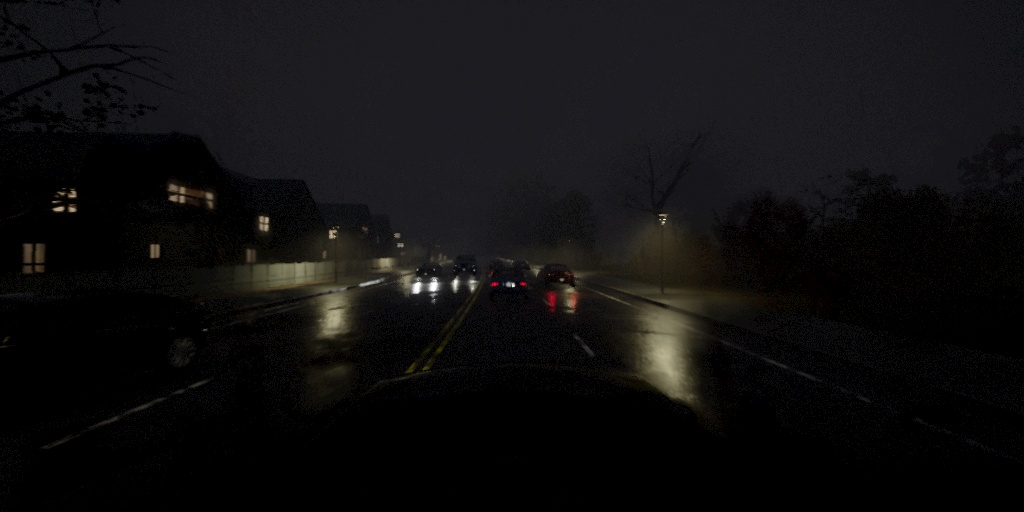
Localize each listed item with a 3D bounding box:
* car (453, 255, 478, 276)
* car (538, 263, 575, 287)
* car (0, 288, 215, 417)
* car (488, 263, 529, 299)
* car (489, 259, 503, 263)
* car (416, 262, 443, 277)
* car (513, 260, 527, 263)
[{"bbox_3d":[-4.493,0.867,35.054,2.150,2.045,5.566,0,0,-4],"label":"car"},{"bbox_3d":[2.840,1.204,23.407,1.812,1.442,4.674,0,0,-2],"label":"car"},{"bbox_3d":[-6.576,1.259,4.793,1.837,1.490,4.892,0,0,0],"label":"car"},{"bbox_3d":[-0.197,1.249,17.727,2.033,1.411,5.357,0,0,-2],"label":"car"},{"bbox_3d":[-2.185,1.112,49.069,1.812,1.442,4.674,0,0,-5],"label":"car"},{"bbox_3d":[-7.652,1.252,33.490,1.895,1.301,4.718,0,0,-4],"label":"car"},{"bbox_3d":[1.143,1.153,48.313,1.994,1.385,4.181,0,0,-5],"label":"car"}]
